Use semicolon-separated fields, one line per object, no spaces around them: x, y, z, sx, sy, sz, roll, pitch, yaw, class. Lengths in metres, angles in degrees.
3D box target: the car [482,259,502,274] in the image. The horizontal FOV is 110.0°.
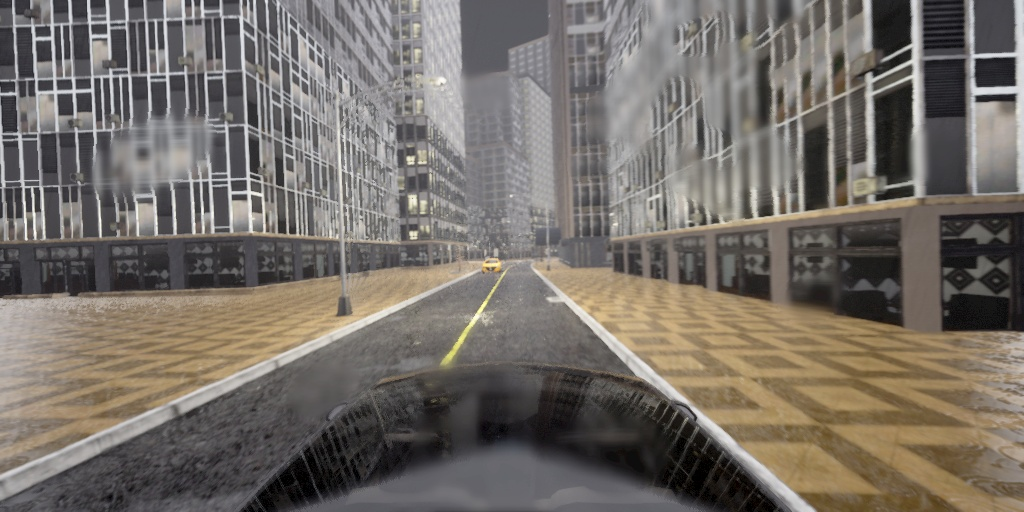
-2.118;1.040;38.787;1.882;1.535;5.008;-2;0;1;car
